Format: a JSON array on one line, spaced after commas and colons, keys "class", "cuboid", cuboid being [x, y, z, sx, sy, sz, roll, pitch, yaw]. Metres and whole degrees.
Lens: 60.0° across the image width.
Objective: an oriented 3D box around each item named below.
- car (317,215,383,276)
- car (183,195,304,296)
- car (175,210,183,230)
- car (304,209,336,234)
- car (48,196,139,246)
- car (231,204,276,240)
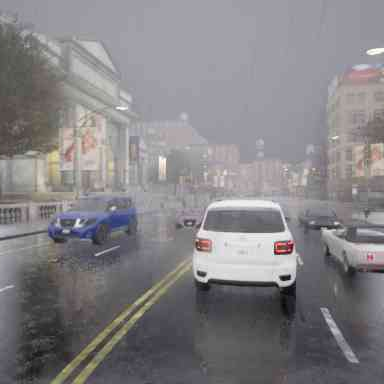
[{"class": "car", "cuboid": [5.299, 1.601, 10.122, 1.895, 1.301, 4.718, 0, 0, 11]}, {"class": "car", "cuboid": [1.469, 1.221, 8.964, 2.150, 2.045, 5.566, 0, 0, 11]}, {"class": "car", "cuboid": [0.299, 1.611, 20.832, 1.994, 1.385, 4.181, 0, 0, 12]}, {"class": "car", "cuboid": [7.204, 1.601, 19.089, 1.895, 1.301, 4.718, 0, 0, 12]}, {"class": "car", "cuboid": [-4.398, 1.223, 15.905, 2.150, 2.045, 5.566, 0, 0, 13]}, {"class": "car", "cuboid": [3.436, 1.492, 18.269, 2.128, 1.511, 4.902, 0, 0, 12]}]
